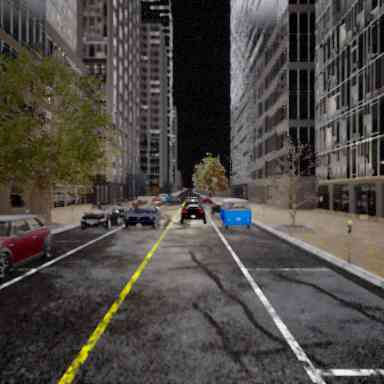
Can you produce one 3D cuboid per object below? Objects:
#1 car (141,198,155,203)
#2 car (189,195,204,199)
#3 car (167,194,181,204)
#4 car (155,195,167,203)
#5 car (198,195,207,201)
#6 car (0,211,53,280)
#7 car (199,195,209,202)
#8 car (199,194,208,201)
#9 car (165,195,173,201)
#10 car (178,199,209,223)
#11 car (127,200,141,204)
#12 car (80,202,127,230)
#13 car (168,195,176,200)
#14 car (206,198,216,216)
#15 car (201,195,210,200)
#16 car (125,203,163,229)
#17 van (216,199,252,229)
[{"bbox_3d":[-5.698,1.558,38.121,1.802,1.307,4.206,0,0,0],"label":"car"},{"bbox_3d":[0.092,1.515,42.930,2.033,1.411,5.357,0,0,0],"label":"car"},{"bbox_3d":[-3.035,1.479,62.871,2.033,1.411,5.357,0,0,1],"label":"car"},{"bbox_3d":[-5.701,1.528,55.199,1.802,1.307,4.206,0,0,0],"label":"car"},{"bbox_3d":[2.675,1.445,83.660,2.008,1.369,4.403,0,0,0],"label":"car"},{"bbox_3d":[-5.694,1.438,9.659,1.967,1.590,4.097,0,0,0],"label":"car"},{"bbox_3d":[2.677,1.466,72.274,2.008,1.369,4.403,0,0,0],"label":"car"},{"bbox_3d":[2.676,1.346,77.966,1.967,1.590,4.097,0,0,0],"label":"car"},{"bbox_3d":[-5.706,1.476,83.660,1.802,1.307,4.206,0,0,0],"label":"car"},{"bbox_3d":[0.094,1.518,25.249,1.812,1.442,4.674,0,0,0],"label":"car"},{"bbox_3d":[-5.696,1.542,26.736,2.008,1.369,4.403,0,0,0],"label":"car"},{"bbox_3d":[-5.695,1.546,21.044,2.008,1.369,4.403,0,0,0],"label":"car"},{"bbox_3d":[-5.707,1.446,95.048,1.802,1.307,4.206,0,0,0],"label":"car"},{"bbox_3d":[2.684,1.535,32.427,2.008,1.369,4.403,0,0,0],"label":"car"},{"bbox_3d":[2.679,1.518,60.890,1.802,1.307,4.206,0,0,0],"label":"car"},{"bbox_3d":[-3.105,1.595,21.679,1.895,1.301,4.718,0,0,0],"label":"car"},{"bbox_3d":[2.685,1.336,21.041,1.690,1.788,3.998,0,0,0],"label":"van"}]
